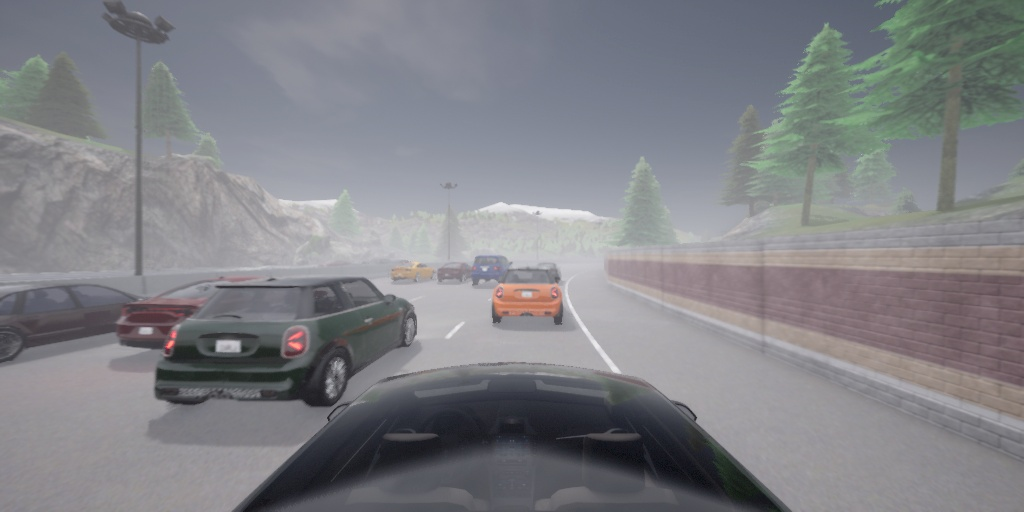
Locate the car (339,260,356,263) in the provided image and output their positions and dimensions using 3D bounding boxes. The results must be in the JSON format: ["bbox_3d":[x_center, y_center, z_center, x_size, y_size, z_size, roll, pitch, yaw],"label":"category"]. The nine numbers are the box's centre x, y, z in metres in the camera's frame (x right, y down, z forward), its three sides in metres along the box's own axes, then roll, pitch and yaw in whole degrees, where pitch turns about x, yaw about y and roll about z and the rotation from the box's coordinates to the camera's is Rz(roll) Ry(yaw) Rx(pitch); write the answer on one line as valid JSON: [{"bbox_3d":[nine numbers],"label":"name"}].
[{"bbox_3d":[-20.705,1.280,49.570,2.033,1.411,5.357,0,0,18],"label":"car"}]

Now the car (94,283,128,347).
[{"bbox_3d":[-6.662,1.226,9.129,1.882,1.535,5.008,0,0,3],"label":"car"}]

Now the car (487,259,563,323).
[{"bbox_3d":[0.584,1.098,12.260,2.097,1.767,4.553,0,0,4],"label":"car"}]

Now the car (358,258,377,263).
[{"bbox_3d":[-17.745,1.085,47.298,2.097,1.767,4.553,0,0,17],"label":"car"}]

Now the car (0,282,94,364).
[{"bbox_3d":[-10.238,1.297,7.982,2.033,1.411,5.357,0,0,3],"label":"car"}]

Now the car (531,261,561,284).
[{"bbox_3d":[2.729,1.216,27.738,1.882,1.535,5.008,0,0,11],"label":"car"}]

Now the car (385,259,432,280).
[{"bbox_3d":[-7.771,1.217,28.702,1.882,1.535,5.008,0,0,11],"label":"car"}]

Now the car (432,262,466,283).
[{"bbox_3d":[-4.266,1.217,28.391,1.882,1.535,5.008,0,0,11],"label":"car"}]

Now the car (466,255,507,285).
[{"bbox_3d":[-1.270,0.960,25.548,2.150,2.045,5.566,0,0,10],"label":"car"}]

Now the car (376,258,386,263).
[{"bbox_3d":[-14.610,1.237,45.601,1.837,1.490,4.892,0,0,17],"label":"car"}]

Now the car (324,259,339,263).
[{"bbox_3d":[-24.447,1.211,49.287,1.882,1.535,5.008,0,0,17],"label":"car"}]

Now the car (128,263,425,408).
[{"bbox_3d":[-3.295,1.100,6.405,2.097,1.767,4.553,0,0,2],"label":"car"}]
